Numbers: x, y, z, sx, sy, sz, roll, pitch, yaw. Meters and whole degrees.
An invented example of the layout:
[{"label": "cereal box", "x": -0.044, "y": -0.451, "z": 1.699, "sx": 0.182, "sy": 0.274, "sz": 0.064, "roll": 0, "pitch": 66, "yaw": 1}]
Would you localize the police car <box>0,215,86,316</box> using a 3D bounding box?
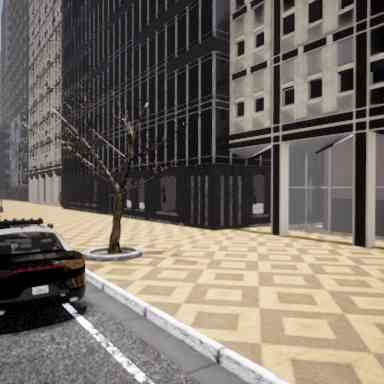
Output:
[{"label": "police car", "x": -4.040, "y": 1.425, "z": 7.600, "sx": 1.930, "sy": 1.638, "sz": 5.238, "roll": 0, "pitch": 0, "yaw": -36}]
